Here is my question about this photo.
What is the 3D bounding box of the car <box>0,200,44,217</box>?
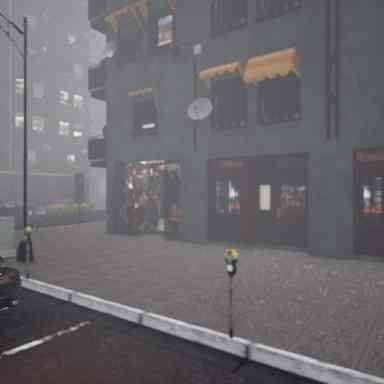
[{"bbox_3d":[-14.603,1.373,26.464,2.008,1.369,4.403,1,1,35],"label":"car"}]

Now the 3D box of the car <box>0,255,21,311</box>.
[{"bbox_3d":[-5.032,1.558,6.457,4.403,1.369,2.008,0,0,35],"label":"car"}]

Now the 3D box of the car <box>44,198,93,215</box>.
[{"bbox_3d":[-11.514,1.273,30.891,1.752,1.417,4.829,1,1,35],"label":"car"}]
